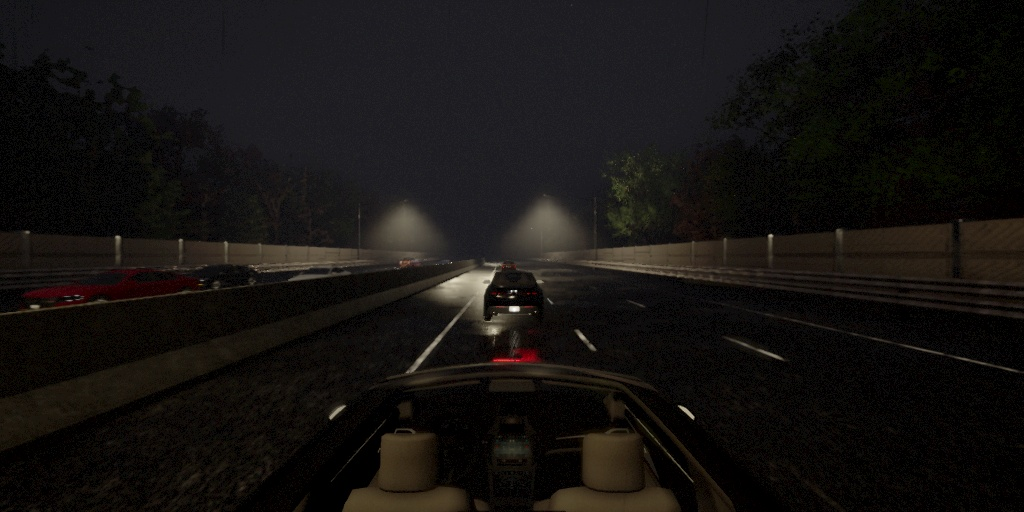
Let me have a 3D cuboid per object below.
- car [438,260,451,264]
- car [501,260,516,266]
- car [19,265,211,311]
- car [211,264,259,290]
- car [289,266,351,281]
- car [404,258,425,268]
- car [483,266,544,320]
[{"bbox_3d":[-11.577,1.355,61.930,1.895,1.301,4.718,0,0,-1],"label":"car"},{"bbox_3d":[-0.421,1.211,43.861,1.801,1.575,5.366,0,0,-1],"label":"car"},{"bbox_3d":[-14.147,1.232,13.118,1.882,1.535,5.008,0,0,0],"label":"car"},{"bbox_3d":[-17.728,1.260,21.854,1.837,1.490,4.892,0,0,-1],"label":"car"},{"bbox_3d":[-10.722,1.279,20.386,1.812,1.442,4.674,0,0,0],"label":"car"},{"bbox_3d":[-14.907,1.317,55.920,1.994,1.385,4.181,0,0,-1],"label":"car"},{"bbox_3d":[0.054,1.256,12.603,1.837,1.490,4.892,0,0,0],"label":"car"}]
